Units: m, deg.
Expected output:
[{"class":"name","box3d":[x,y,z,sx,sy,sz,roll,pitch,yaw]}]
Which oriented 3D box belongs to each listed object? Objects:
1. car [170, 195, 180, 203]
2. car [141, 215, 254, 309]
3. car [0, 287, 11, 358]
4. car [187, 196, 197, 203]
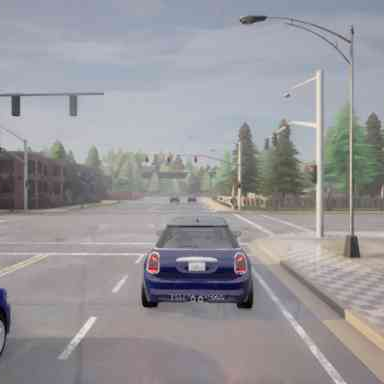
[{"class":"car","box3d":[-3.503,1.492,68.348,1.837,1.490,4.892,0,0,0]},{"class":"car","box3d":[0.154,1.350,8.060,2.097,1.767,4.553,0,0,2]},{"class":"car","box3d":[-3.442,1.477,2.604,1.882,1.535,5.008,0,0,0]},{"class":"car","box3d":[-0.003,1.492,68.348,1.837,1.490,4.892,0,0,0]}]
